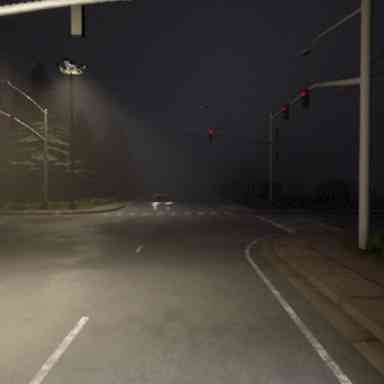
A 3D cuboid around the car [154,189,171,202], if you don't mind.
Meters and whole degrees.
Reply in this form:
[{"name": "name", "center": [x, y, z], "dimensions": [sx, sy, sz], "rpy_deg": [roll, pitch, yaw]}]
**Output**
[{"name": "car", "center": [-3.708, 0.410, 41.861], "dimensions": [1.882, 1.535, 5.008], "rpy_deg": [0, 2, 0]}]
